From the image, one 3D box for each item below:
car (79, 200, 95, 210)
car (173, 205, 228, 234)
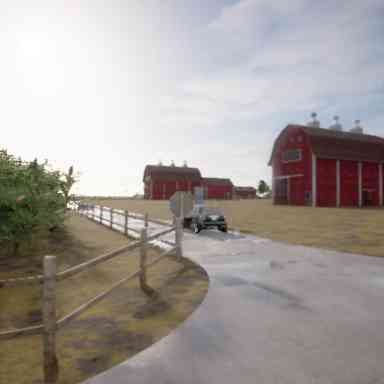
[{"bbox_3d":[-15.531,1.847,49.097,2.033,1.411,5.357,1,-1,-25],"label":"car"},{"bbox_3d":[0.420,1.629,21.557,2.097,1.767,4.553,1,-1,-25],"label":"car"}]
